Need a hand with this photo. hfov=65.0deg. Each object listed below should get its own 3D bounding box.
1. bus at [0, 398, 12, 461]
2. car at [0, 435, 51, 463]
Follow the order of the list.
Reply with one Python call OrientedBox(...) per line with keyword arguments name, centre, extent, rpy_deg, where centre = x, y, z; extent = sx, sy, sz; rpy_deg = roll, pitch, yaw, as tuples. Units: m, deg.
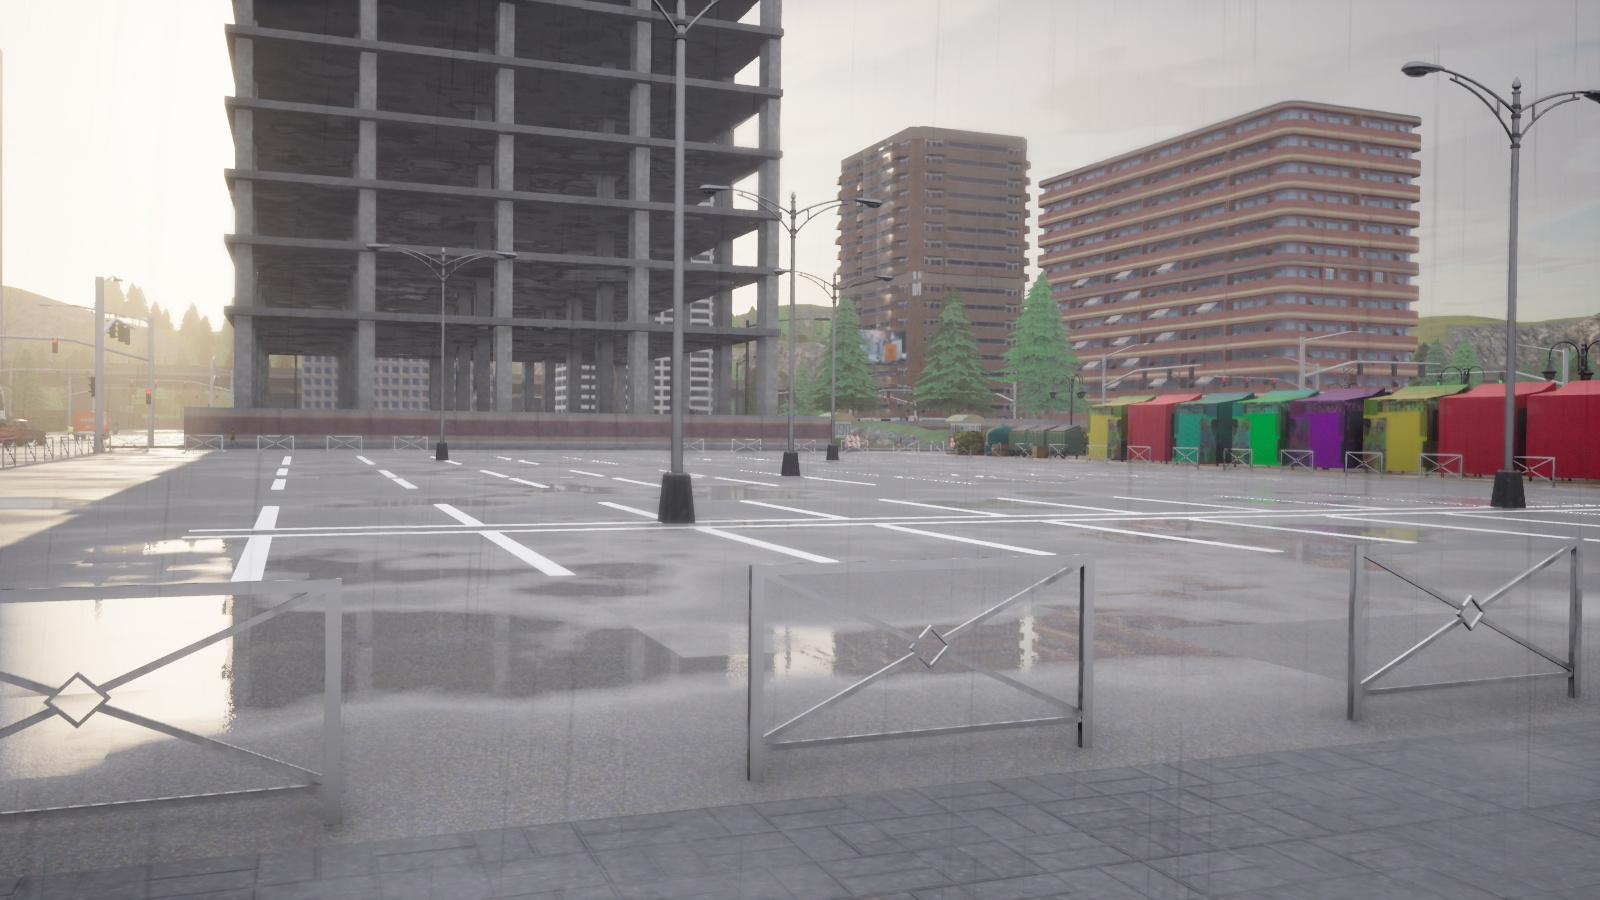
OrientedBox(name="bus", centre=(-54.720, -1.317, 81.763), extent=(3.944, 4.253, 10.273), rpy_deg=(-1, 1, -22))
OrientedBox(name="car", centre=(-48.344, -0.094, 77.383), extent=(2.242, 1.667, 4.611), rpy_deg=(-1, 1, -9))
